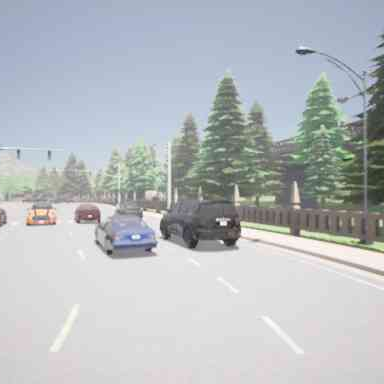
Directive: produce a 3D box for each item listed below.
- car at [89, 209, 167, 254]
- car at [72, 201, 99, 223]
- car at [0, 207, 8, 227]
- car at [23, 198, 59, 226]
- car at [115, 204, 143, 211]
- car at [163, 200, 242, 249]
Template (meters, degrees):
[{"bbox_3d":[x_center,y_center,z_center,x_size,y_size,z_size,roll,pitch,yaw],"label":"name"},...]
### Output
[{"bbox_3d":[-2.995,1.695,14.323,2.033,1.411,5.357,0,-1,-23],"label":"car"},{"bbox_3d":[-9.013,1.777,28.583,1.882,1.535,5.008,0,0,-23],"label":"car"},{"bbox_3d":[-15.208,1.829,25.243,2.033,1.411,5.357,0,-1,-23],"label":"car"},{"bbox_3d":[-11.952,1.636,26.529,2.097,1.767,4.553,0,0,-23],"label":"car"},{"bbox_3d":[-5.720,1.796,29.778,2.128,1.511,4.902,0,0,-23],"label":"car"},{"bbox_3d":[0.213,1.370,15.723,2.150,2.045,5.566,0,0,-23],"label":"car"}]
